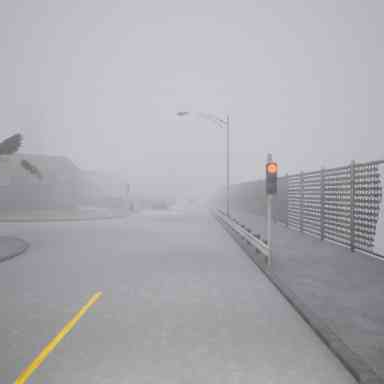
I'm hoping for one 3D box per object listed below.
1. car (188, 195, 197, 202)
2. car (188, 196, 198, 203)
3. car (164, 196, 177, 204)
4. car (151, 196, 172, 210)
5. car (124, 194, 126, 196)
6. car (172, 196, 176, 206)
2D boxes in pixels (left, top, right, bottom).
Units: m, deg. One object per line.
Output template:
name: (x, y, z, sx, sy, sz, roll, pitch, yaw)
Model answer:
car: (0.074, 1.540, 78.624, 2.033, 1.411, 5.357, 0, 0, 0)
car: (0.168, 1.547, 67.996, 2.033, 1.411, 5.357, 0, 0, -1)
car: (-3.999, 1.547, 62.952, 2.033, 1.411, 5.357, 0, 0, 0)
car: (-4.058, 1.478, 42.778, 1.882, 1.535, 5.008, 0, 0, 0)
car: (-17.204, 1.134, 78.223, 3.633, 1.501, 1.845, 0, 0, 0)
car: (-4.041, 1.505, 52.496, 1.837, 1.490, 4.892, 0, 0, 0)
